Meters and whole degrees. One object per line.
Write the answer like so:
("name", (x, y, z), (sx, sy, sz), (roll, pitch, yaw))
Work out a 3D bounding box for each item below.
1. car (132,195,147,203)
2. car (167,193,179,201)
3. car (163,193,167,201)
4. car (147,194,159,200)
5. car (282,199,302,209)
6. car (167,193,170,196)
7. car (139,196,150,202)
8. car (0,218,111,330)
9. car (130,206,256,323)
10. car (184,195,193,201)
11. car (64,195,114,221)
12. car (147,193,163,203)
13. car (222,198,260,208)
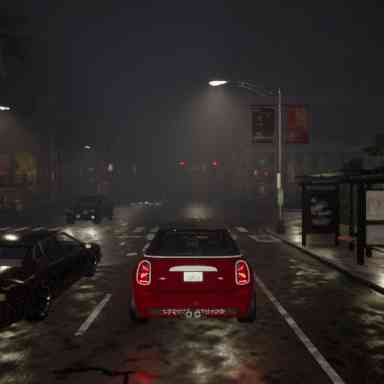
("car", (-11.235, 1.355, 69.680), (2.097, 1.767, 4.553), (0, 0, -1))
("car", (-4.329, 1.595, 82.572), (1.895, 1.301, 4.718), (0, 0, 3))
("car", (-7.852, 1.225, 80.464), (2.150, 2.045, 5.566), (0, 0, -1))
("car", (-10.603, 1.355, 90.153), (2.097, 1.767, 4.553), (0, 0, 9))
("car", (14.168, 1.547, 43.033), (5.357, 1.411, 2.033), (0, 0, -1))
("car", (-6.872, 1.225, 91.028), (2.150, 2.045, 5.566), (0, 0, 9))
("car", (-11.342, 1.595, 79.855), (1.895, 1.301, 4.718), (0, 0, -1))
("car", (-3.491, 1.547, 7.164), (2.033, 1.411, 5.357), (0, 0, 0))
("car", (0.008, 1.352, 7.370), (2.097, 1.767, 4.553), (0, 0, 0))
("car", (-0.849, 1.500, 81.826), (1.837, 1.490, 4.892), (0, 0, 3))
("car", (-7.318, 1.221, 24.337), (2.150, 2.045, 5.566), (0, 0, 2))
("car", (-7.738, 1.478, 69.985), (1.882, 1.535, 5.008), (0, 0, -1))
("car", (6.851, 1.547, 46.902), (5.357, 1.411, 2.033), (0, 0, 5))
